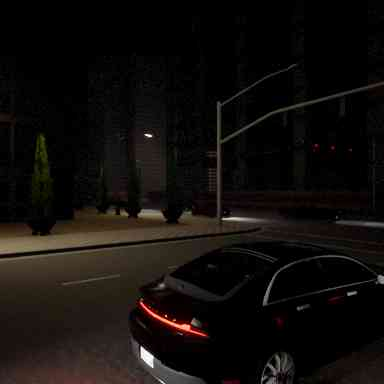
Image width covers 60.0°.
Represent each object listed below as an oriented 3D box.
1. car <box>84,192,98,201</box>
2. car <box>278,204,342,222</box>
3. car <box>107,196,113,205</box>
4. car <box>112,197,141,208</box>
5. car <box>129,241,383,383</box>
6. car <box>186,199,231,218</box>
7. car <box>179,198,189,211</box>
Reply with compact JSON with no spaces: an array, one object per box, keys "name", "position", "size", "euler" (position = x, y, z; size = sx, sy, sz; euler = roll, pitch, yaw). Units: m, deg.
[{"name":"car","position":[-18.031,0.935,58.569],"size":[2.150,2.045,5.566],"euler":[0,0,-36]},{"name":"car","position":[9.627,1.653,27.258],"size":[1.895,1.301,4.718],"euler":[0,0,-45]},{"name":"car","position":[-13.942,1.533,58.857],"size":[1.882,1.535,5.008],"euler":[0,0,-35]},{"name":"car","position":[-8.815,1.656,45.691],"size":[1.895,1.301,4.718],"euler":[0,0,-36]},{"name":"car","position":[1.506,1.505,4.930],"size":[4.892,1.490,1.837],"euler":[0,0,-35]},{"name":"car","position":[1.733,1.619,31.125],"size":[1.994,1.385,4.181],"euler":[0,0,-36]},{"name":"car","position":[-0.739,1.560,40.504],"size":[1.837,1.490,4.892],"euler":[0,0,-36]}]
